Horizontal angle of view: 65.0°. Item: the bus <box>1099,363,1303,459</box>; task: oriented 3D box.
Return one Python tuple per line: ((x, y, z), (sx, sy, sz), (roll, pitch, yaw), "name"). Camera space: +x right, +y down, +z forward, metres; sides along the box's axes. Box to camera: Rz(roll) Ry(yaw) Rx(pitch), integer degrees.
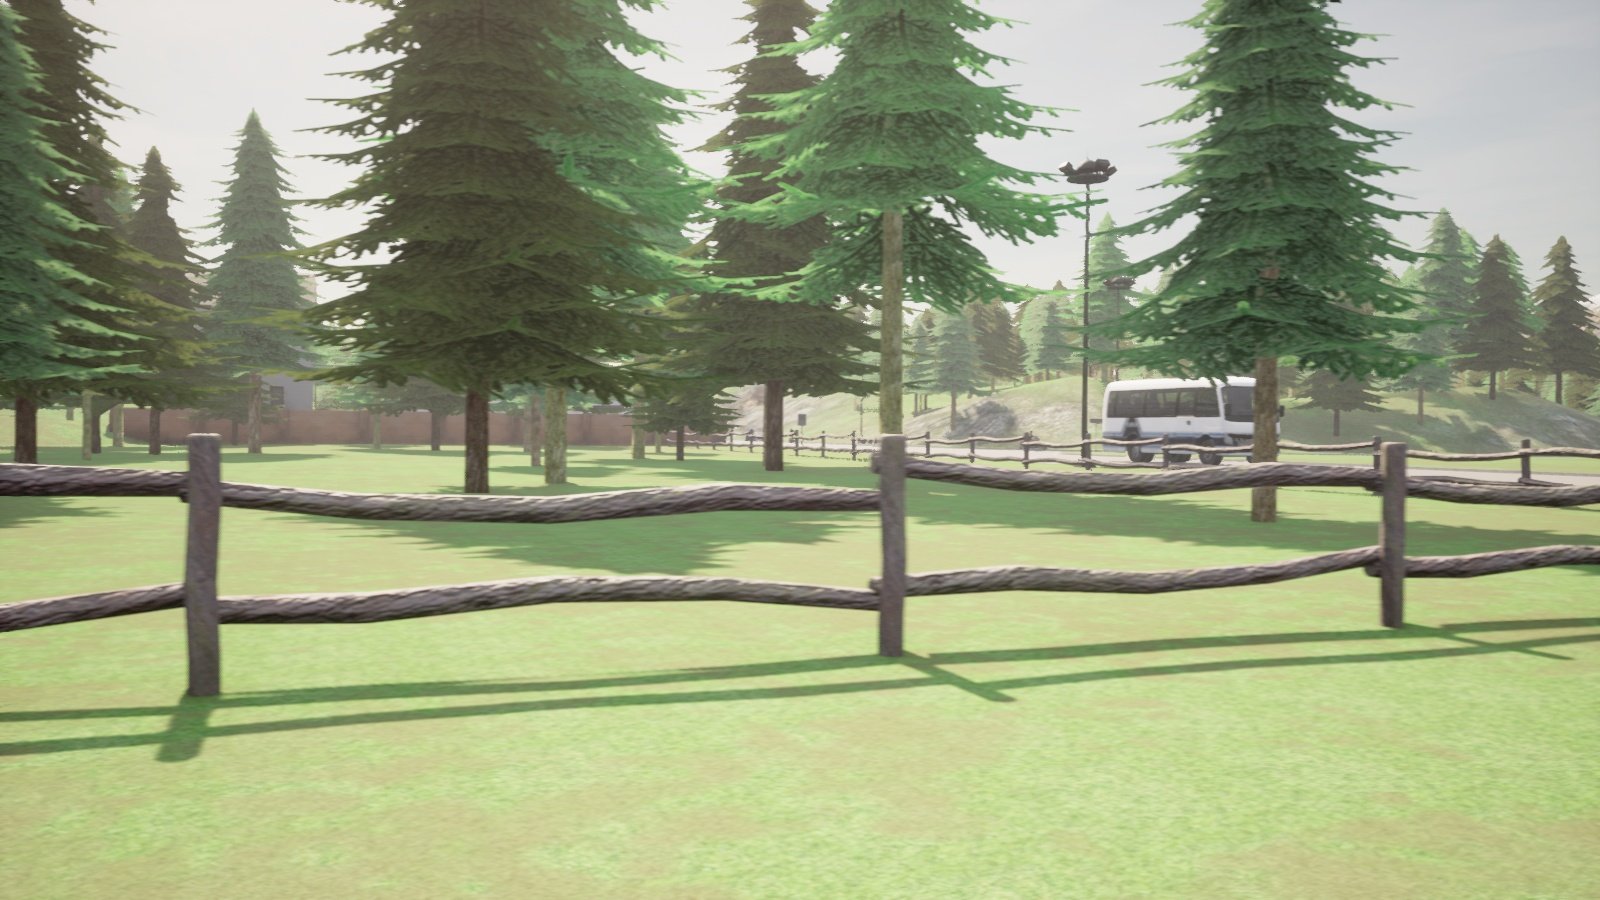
((19.123, -1.827, 60.961), (3.944, 4.253, 10.273), (-1, 1, -20), "bus")
